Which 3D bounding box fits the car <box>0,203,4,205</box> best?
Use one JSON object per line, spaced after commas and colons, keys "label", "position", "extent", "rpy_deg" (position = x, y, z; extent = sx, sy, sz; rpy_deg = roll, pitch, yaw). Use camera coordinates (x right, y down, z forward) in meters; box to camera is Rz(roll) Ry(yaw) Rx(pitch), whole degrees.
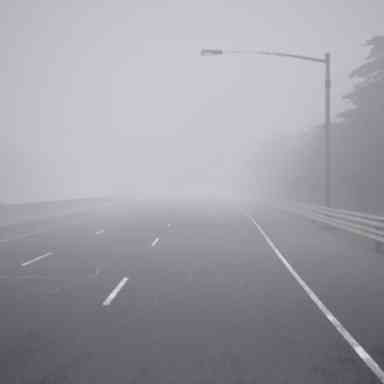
{"label": "car", "position": [-17.311, 1.438, 27.313], "extent": [1.837, 1.490, 4.892], "rpy_deg": [0, 0, 1]}

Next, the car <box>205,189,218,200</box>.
{"label": "car", "position": [4.443, 0.722, 70.745], "extent": [2.097, 1.767, 4.553], "rpy_deg": [0, 1, 1]}
